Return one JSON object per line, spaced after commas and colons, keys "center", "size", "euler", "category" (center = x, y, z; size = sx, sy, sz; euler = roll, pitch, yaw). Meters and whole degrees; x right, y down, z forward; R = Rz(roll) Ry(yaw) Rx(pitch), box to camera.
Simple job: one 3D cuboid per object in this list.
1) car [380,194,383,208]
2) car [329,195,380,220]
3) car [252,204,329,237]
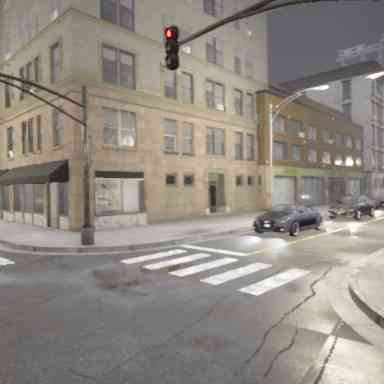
{"center": [17.805, 0.864, 29.842], "size": [1.994, 1.385, 4.181], "euler": [-1, 1, 44], "category": "car"}
{"center": [10.924, 1.022, 22.707], "size": [1.837, 1.490, 4.892], "euler": [-1, 1, 44], "category": "car"}
{"center": [4.714, 1.268, 16.253], "size": [1.994, 1.385, 4.181], "euler": [-1, 1, 44], "category": "car"}
